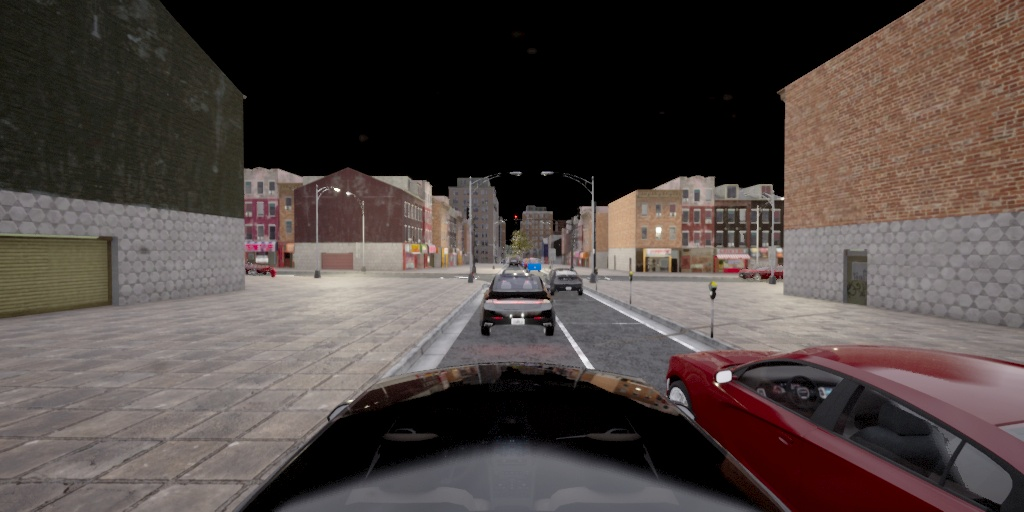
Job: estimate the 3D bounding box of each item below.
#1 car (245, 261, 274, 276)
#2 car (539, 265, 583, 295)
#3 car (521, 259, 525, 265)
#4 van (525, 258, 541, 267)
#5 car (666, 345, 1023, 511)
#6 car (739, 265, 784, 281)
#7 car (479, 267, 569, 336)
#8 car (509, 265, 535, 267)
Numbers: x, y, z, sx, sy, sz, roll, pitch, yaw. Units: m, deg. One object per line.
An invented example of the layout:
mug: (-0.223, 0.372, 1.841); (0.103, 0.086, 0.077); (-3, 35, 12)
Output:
car: (-23.640, 1.112, 31.510); (4.718, 1.301, 1.895); (1, 1, 0)
car: (2.723, 1.316, 19.303); (2.007, 1.370, 4.403); (0, 0, 0)
car: (2.914, 1.249, 56.839); (2.192, 1.841, 5.009); (0, 0, 0)
van: (2.860, 1.211, 46.258); (1.690, 1.789, 3.998); (0, 0, 0)
car: (2.638, 1.294, 2.428); (1.888, 1.381, 4.507); (0, 0, 0)
car: (24.375, 1.588, 34.127); (5.008, 1.535, 1.882); (1, 1, 0)
car: (0.142, 1.243, 10.393); (2.128, 1.511, 4.902); (0, 0, 0)
car: (0.219, 1.369, 20.436); (1.895, 1.301, 4.718); (0, 0, 1)
